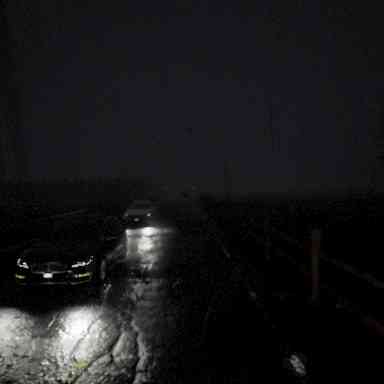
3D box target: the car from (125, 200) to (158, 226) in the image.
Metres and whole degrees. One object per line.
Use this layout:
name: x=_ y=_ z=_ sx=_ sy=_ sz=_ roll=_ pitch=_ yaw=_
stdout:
car: x=-3.243 y=1.296 z=21.606 sx=1.812 sy=1.442 sz=4.674 roll=-1 pitch=1 yaw=-1

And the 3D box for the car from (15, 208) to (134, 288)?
car: x=-3.009 y=1.430 z=9.231 sx=1.837 sy=1.490 sz=4.892 roll=-1 pitch=1 yaw=-1

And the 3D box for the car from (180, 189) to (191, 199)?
car: x=-1.350 y=0.609 z=68.141 sx=1.837 sy=1.490 sz=4.892 roll=-1 pitch=1 yaw=-1
